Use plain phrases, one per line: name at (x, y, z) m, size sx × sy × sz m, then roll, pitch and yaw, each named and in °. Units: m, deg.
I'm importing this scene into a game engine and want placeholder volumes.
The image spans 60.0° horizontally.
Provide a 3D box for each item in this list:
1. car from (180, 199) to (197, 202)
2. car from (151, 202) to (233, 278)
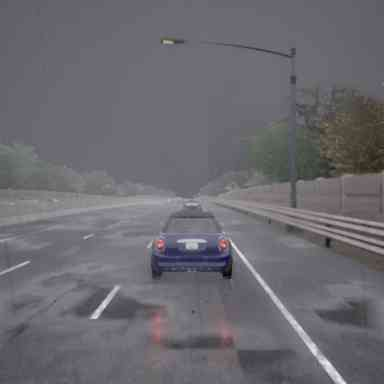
car at (-0.013, 1.585, 31.529) m, size 1.812 × 1.442 × 4.674 m, roll 0°, pitch -1°, yaw 0°
car at (-0.004, 1.350, 10.304) m, size 2.097 × 1.767 × 4.553 m, roll 0°, pitch 0°, yaw 0°
